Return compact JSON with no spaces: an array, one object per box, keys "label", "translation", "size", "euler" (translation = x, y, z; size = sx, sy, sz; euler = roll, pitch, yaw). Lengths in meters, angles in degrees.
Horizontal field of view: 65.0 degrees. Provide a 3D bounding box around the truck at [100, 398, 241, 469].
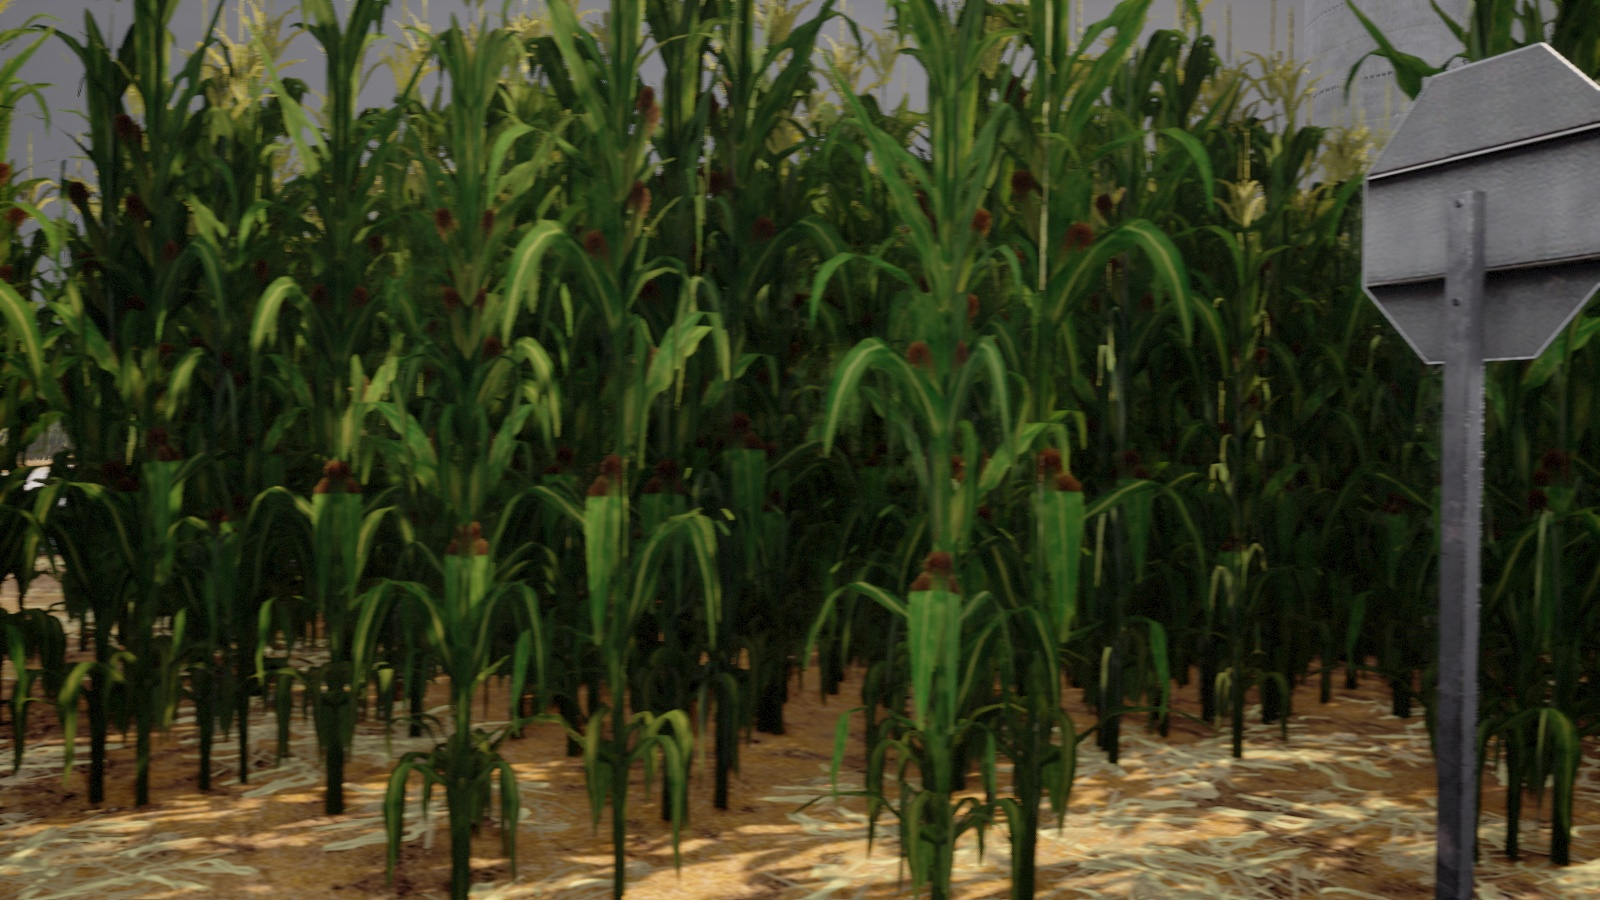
[{"label":"truck","translation":[-35.358,-0.892,70.393],"size":[8.468,3.827,2.891],"euler":[0,1,31]}]
